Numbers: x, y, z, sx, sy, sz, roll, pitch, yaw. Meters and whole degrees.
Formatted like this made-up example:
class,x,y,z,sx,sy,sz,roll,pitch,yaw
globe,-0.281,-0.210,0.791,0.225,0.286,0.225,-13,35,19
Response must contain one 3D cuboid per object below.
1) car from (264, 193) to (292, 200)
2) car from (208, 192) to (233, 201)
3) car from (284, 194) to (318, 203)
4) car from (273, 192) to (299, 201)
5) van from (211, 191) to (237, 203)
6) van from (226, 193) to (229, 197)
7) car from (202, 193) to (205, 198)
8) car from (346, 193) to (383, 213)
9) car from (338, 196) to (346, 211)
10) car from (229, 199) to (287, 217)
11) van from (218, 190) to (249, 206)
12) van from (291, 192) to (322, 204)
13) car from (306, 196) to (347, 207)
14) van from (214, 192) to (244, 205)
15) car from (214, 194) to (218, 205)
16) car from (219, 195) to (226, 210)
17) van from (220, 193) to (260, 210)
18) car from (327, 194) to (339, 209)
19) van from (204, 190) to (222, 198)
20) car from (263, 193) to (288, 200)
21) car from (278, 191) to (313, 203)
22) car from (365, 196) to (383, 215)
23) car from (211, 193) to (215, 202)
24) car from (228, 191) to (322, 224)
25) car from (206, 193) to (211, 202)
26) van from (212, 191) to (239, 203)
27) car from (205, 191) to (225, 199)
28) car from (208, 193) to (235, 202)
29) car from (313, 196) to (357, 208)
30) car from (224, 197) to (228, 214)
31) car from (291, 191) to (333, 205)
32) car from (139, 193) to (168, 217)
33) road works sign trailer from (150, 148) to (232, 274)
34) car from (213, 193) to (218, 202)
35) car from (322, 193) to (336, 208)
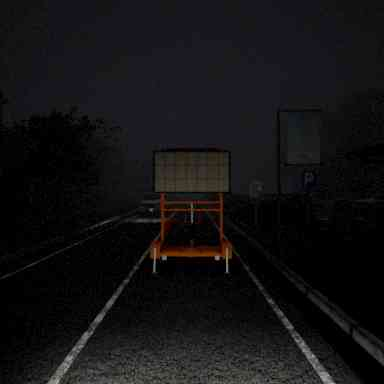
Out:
class,x,y,z,sx,sy,sz,roll,pitch,yaw
car,18.384,0.938,71.373,5.366,1.575,1.946,0,1,0
car,5.544,0.892,65.317,4.553,1.767,2.185,0,1,0
car,18.809,1.117,57.496,5.366,1.575,1.946,0,1,0
car,18.622,0.887,65.822,4.553,1.767,2.185,0,1,0
van,5.652,0.864,59.710,4.442,1.987,1.878,0,1,0
van,5.761,1.124,31.671,4.442,1.987,1.878,0,0,0
car,5.463,0.694,70.921,5.566,2.045,2.435,0,1,0
car,18.692,1.095,32.508,5.566,2.045,2.435,0,0,0
car,18.704,1.334,35.284,4.892,1.521,2.231,0,0,0
car,5.658,1.404,28.869,4.674,1.452,2.002,0,0,0
van,5.506,1.094,37.280,4.442,1.987,1.878,0,0,0
van,18.751,0.930,54.719,4.442,1.987,1.878,0,1,0
car,18.695,1.280,46.394,4.792,1.488,2.163,0,1,0
van,5.684,0.972,51.303,4.442,1.987,1.878,0,1,0
car,5.630,1.312,42.887,4.792,1.488,2.163,0,0,0
car,5.628,1.335,34.475,5.008,1.535,2.097,0,0,0
van,5.728,1.075,40.083,4.442,1.987,1.878,0,0,0
car,18.694,1.316,38.062,5.008,1.535,2.097,0,0,0
van,5.320,0.540,84.936,4.442,1.987,1.878,0,1,0
car,18.564,0.907,74.150,4.892,1.521,2.231,0,1,0
car,18.641,0.833,60.269,5.566,2.045,2.435,0,1,0
car,18.736,1.360,29.734,5.008,1.535,2.097,0,0,0
car,5.585,1.228,48.497,4.892,1.521,2.231,0,1,0
car,5.648,1.140,23.260,5.566,2.045,2.435,0,0,0
car,5.529,0.911,54.102,5.566,2.045,2.435,0,1,0
van,5.663,0.900,56.907,4.442,1.987,1.878,0,1,0
car,5.427,0.712,79.332,4.553,1.767,2.185,0,1,0
car,5.518,1.055,62.516,4.892,1.521,2.231,0,1,0
car,18.648,1.308,43.611,4.792,1.488,2.163,0,1,0
car,5.481,1.375,26.064,5.366,1.575,1.946,0,0,0
car,18.674,0.940,51.942,5.566,2.045,2.435,0,1,0
car,-3.326,1.085,29.843,2.150,2.045,5.566,0,0,0
road works sign trailer,0.000,0.435,10.484,2.380,3.560,2.880,0,0,1
car,5.587,1.297,45.695,4.674,1.452,2.002,0,1,0
car,18.873,1.294,40.840,5.366,1.575,1.946,0,0,0
